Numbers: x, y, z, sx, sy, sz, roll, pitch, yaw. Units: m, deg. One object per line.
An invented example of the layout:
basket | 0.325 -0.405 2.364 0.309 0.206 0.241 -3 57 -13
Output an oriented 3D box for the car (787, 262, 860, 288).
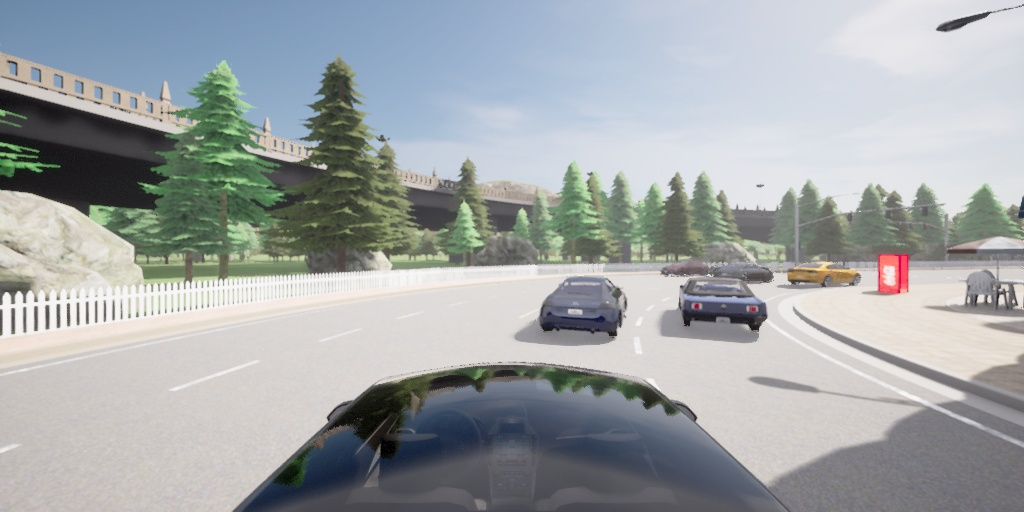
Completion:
car | 20.055 1.143 23.040 5.008 1.535 1.882 0 0 -21

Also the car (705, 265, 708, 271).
car | 19.201 1.228 30.416 4.718 1.301 1.895 0 0 -19

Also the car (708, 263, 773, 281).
car | 16.259 1.214 25.181 4.181 1.385 1.994 0 0 -25

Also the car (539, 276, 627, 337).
car | 2.195 1.273 10.330 1.994 1.385 4.181 0 0 21

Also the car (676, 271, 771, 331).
car | 6.197 1.311 11.013 1.895 1.301 4.718 0 0 24

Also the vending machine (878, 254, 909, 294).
vending machine | 18.594 0.888 17.494 0.880 2.100 1.100 0 0 -28

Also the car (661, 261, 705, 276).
car | 15.870 1.136 32.796 4.674 1.442 1.812 0 0 -21
